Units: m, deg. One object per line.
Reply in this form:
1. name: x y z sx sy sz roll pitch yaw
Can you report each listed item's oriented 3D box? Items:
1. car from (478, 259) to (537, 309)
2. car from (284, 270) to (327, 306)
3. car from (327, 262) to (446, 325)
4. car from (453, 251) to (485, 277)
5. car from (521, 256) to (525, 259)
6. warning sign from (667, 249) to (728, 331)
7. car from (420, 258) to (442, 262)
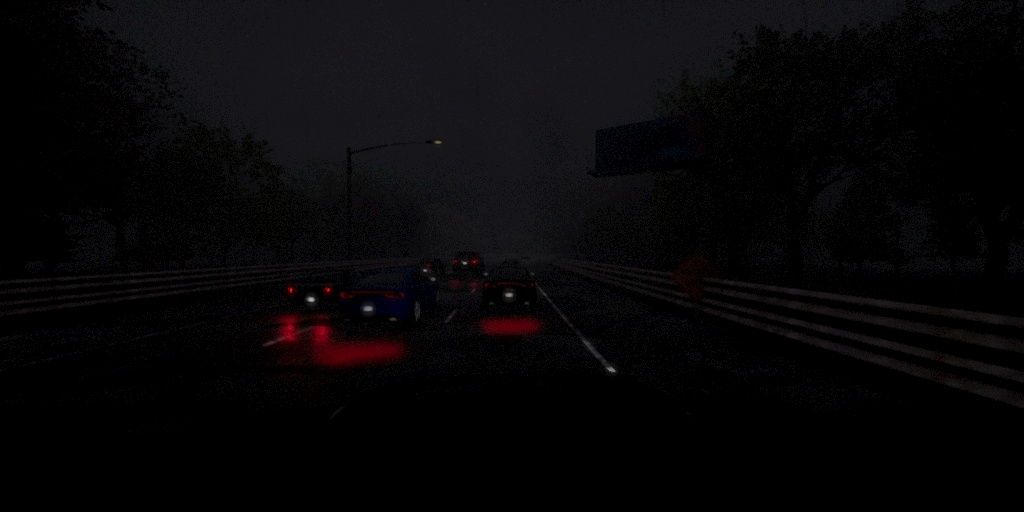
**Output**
1. car: -0.106 1.072 14.124 1.882 1.535 5.008 0 1 0
2. car: -7.108 1.212 14.871 1.895 1.301 4.718 0 1 0
3. car: -3.586 1.119 11.383 1.882 1.535 5.008 0 1 0
4. car: -3.602 0.628 30.417 2.150 2.045 5.566 0 1 1
5. car: -0.074 0.939 32.092 1.994 1.385 4.181 0 1 1
6. warning sign: 4.431 0.762 8.629 1.300 1.860 1.060 0 0 -1
7. car: -7.082 0.909 31.752 1.837 1.490 4.892 0 1 1
